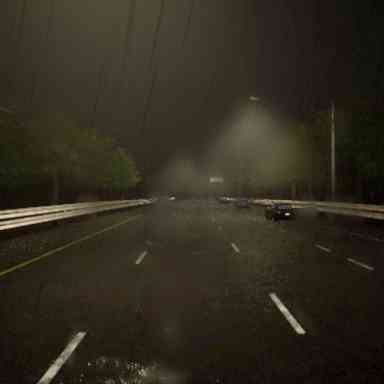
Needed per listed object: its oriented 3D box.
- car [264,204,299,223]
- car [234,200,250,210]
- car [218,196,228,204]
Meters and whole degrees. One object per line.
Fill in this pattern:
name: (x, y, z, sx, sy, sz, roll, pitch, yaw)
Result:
car: (7.041, 1.624, 26.485, 1.994, 1.385, 4.181, 0, 0, 0)
car: (7.128, 1.782, 47.918, 2.033, 1.411, 5.357, 0, -1, 0)
car: (7.343, 2.177, 78.311, 1.994, 1.385, 4.181, 0, -1, 0)
